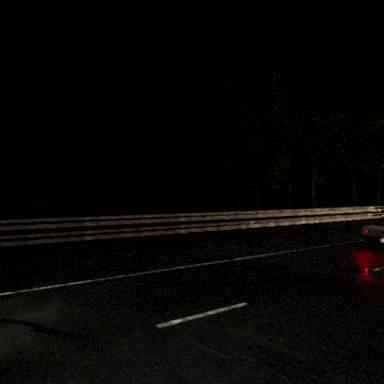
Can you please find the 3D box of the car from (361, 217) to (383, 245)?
[{"bbox_3d":[9.693,1.723,14.949,4.718,1.301,1.895,0,0,-35],"label":"car"}]
